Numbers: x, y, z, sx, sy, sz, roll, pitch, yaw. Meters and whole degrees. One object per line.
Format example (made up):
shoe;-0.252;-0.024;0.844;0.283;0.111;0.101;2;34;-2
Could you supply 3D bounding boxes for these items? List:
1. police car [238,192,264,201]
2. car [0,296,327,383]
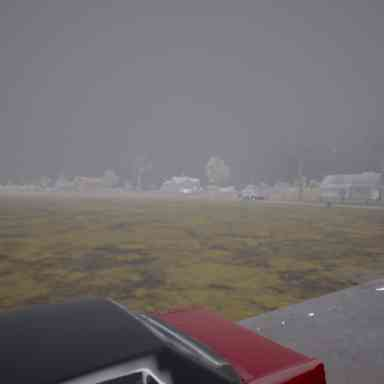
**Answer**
police car;10.396;0.736;58.257;1.930;1.638;5.238;2;0;-35
car;-1.270;1.602;2.165;4.718;1.301;1.895;0;0;-35
